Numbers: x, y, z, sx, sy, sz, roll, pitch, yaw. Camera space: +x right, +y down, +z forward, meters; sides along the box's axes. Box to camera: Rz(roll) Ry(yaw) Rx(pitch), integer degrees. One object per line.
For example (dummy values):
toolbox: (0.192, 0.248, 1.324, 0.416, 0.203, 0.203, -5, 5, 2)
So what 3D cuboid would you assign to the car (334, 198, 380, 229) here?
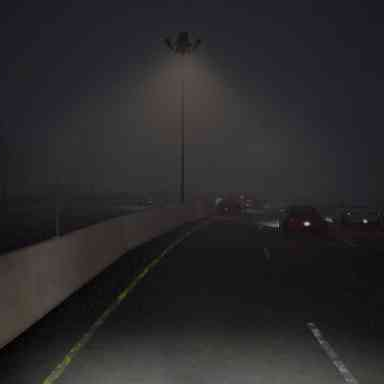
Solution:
car: (9.760, 1.294, 19.951, 1.812, 1.442, 4.674, 0, 1, 13)

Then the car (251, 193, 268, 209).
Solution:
car: (6.692, 1.052, 36.805, 1.837, 1.490, 4.892, 0, 1, 23)

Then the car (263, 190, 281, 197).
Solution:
car: (18.424, 0.248, 76.724, 1.837, 1.490, 4.892, 1, 1, 43)

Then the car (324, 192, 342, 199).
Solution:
car: (28.693, 0.701, 67.342, 4.718, 1.301, 1.895, -1, 1, -44)

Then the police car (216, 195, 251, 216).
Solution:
police car: (3.407, 1.078, 27.921, 1.930, 1.638, 5.238, 0, 1, 17)

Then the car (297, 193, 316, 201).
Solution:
car: (19.776, 0.842, 57.432, 1.812, 1.442, 4.674, 1, 1, 40)

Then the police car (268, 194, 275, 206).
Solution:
police car: (9.153, 0.911, 42.122, 1.930, 1.638, 5.238, 0, 1, 26)

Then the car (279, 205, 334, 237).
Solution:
car: (5.499, 1.362, 16.769, 1.994, 1.385, 4.181, 0, 1, 11)

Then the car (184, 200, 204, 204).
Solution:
car: (0.288, 0.969, 45.503, 2.033, 1.411, 5.357, 0, 1, 26)

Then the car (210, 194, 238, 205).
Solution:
car: (4.485, 0.972, 46.061, 2.033, 1.411, 5.357, 0, 1, 27)
